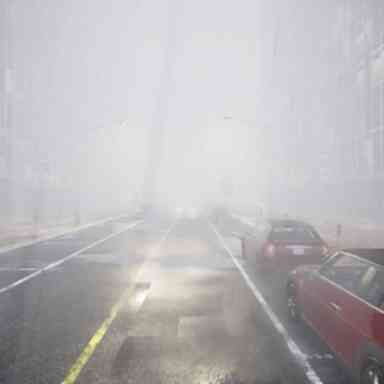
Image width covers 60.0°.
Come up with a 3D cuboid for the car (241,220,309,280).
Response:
[{"bbox_3d":[2.691,1.554,10.354,1.967,1.590,4.097,0,-1,0],"label":"car"}]

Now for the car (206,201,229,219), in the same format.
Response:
[{"bbox_3d":[2.692,1.900,33.122,1.887,1.381,4.507,0,-1,0],"label":"car"}]

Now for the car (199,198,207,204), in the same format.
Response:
[{"bbox_3d":[2.692,2.200,61.581,1.947,1.339,4.313,0,-1,0],"label":"car"}]

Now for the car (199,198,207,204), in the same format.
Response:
[{"bbox_3d":[2.693,2.285,84.351,1.967,1.590,4.097,0,-1,0],"label":"car"}]

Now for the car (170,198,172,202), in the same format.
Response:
[{"bbox_3d":[-5.689,2.254,67.282,1.947,1.339,4.313,0,-1,0],"label":"car"}]

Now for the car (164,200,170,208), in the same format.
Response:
[{"bbox_3d":[-5.688,2.178,61.590,1.887,1.381,4.507,0,-1,0],"label":"car"}]

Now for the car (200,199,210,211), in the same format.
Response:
[{"bbox_3d":[2.692,2.090,50.197,1.947,1.339,4.313,0,-1,0],"label":"car"}]

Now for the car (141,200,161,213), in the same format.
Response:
[{"bbox_3d":[-5.688,2.013,44.512,1.887,1.381,4.507,0,-1,0],"label":"car"}]

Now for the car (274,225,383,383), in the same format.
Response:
[{"bbox_3d":[2.692,1.492,4.662,1.967,1.590,4.097,0,-1,0],"label":"car"}]

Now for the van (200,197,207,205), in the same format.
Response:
[{"bbox_3d":[2.693,2.134,78.661,1.690,1.788,3.998,0,-1,0],"label":"van"}]

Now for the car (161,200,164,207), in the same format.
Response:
[{"bbox_3d":[-5.689,2.106,50.205,1.802,1.307,4.206,0,-1,0],"label":"car"}]
